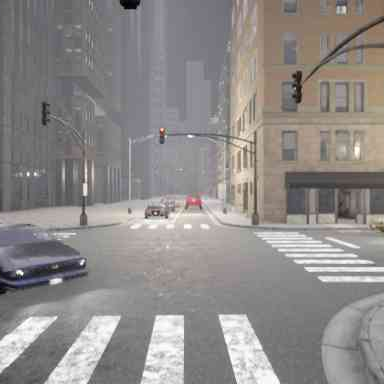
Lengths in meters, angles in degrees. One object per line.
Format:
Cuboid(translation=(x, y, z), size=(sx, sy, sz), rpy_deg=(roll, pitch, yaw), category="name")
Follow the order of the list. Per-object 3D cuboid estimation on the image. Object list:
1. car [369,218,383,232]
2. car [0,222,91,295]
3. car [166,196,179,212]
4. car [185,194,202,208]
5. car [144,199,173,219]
Cuboid(translation=(12.164, 1.527, 17.864), size=(4.829, 1.417, 1.752), rpy_deg=(0, 0, -1), category="car")
Cuboid(translation=(-4.897, 1.559, 9.007), size=(5.357, 1.411, 2.033), rpy_deg=(0, 0, 42), category="car")
Cuboid(translation=(-2.980, 1.523, 39.397), size=(2.128, 1.511, 4.902), rpy_deg=(0, 0, 0), category="car")
Cuboid(translation=(0.229, 1.259, 47.737), size=(2.150, 2.045, 5.566), rpy_deg=(0, 0, 0), category="car")
Cuboid(translation=(-3.014, 1.586, 29.542), size=(1.994, 1.385, 4.181), rpy_deg=(0, 0, 0), category="car")
